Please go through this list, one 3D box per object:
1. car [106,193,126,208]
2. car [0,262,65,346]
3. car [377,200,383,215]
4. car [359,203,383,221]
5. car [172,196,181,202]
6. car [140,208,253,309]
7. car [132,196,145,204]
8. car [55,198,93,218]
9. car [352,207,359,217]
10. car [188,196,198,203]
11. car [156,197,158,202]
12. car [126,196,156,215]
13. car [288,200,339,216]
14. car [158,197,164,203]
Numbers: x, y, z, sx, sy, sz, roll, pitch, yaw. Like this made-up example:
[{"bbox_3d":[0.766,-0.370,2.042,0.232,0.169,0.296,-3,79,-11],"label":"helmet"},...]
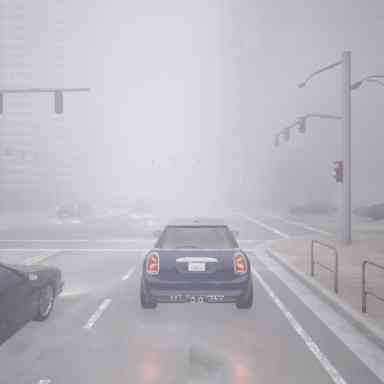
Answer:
[{"bbox_3d":[-10.516,1.354,48.287,2.097,1.767,4.553,0,0,0],"label":"car"},{"bbox_3d":[-3.413,1.547,4.185,2.033,1.411,5.357,0,0,-1],"label":"car"},{"bbox_3d":[20.846,1.505,32.122,4.892,1.490,1.837,0,0,1],"label":"car"},{"bbox_3d":[15.690,1.504,24.997,4.892,1.490,1.837,0,0,0],"label":"car"},{"bbox_3d":[-3.380,1.465,72.275,2.033,1.411,5.357,0,0,0],"label":"car"},{"bbox_3d":[0.093,1.352,8.044,2.097,1.767,4.553,0,0,0],"label":"car"},{"bbox_3d":[-10.424,1.505,65.105,1.837,1.490,4.892,0,0,1],"label":"car"},{"bbox_3d":[-10.550,1.352,29.918,2.097,1.767,4.553,0,0,0],"label":"car"},{"bbox_3d":[16.504,1.601,28.677,4.718,1.301,1.895,0,0,1],"label":"car"},{"bbox_3d":[0.209,1.563,69.938,1.994,1.385,4.181,0,0,0],"label":"car"},{"bbox_3d":[-7.007,1.564,52.001,1.994,1.385,4.181,0,0,0],"label":"car"},{"bbox_3d":[-5.404,1.507,34.842,1.837,1.490,4.892,-1,0,-18],"label":"car"},{"bbox_3d":[11.709,1.526,32.220,4.674,1.442,1.812,0,0,1],"label":"car"},{"bbox_3d":[-6.897,1.600,67.790,1.895,1.301,4.718,0,0,0],"label":"car"}]
